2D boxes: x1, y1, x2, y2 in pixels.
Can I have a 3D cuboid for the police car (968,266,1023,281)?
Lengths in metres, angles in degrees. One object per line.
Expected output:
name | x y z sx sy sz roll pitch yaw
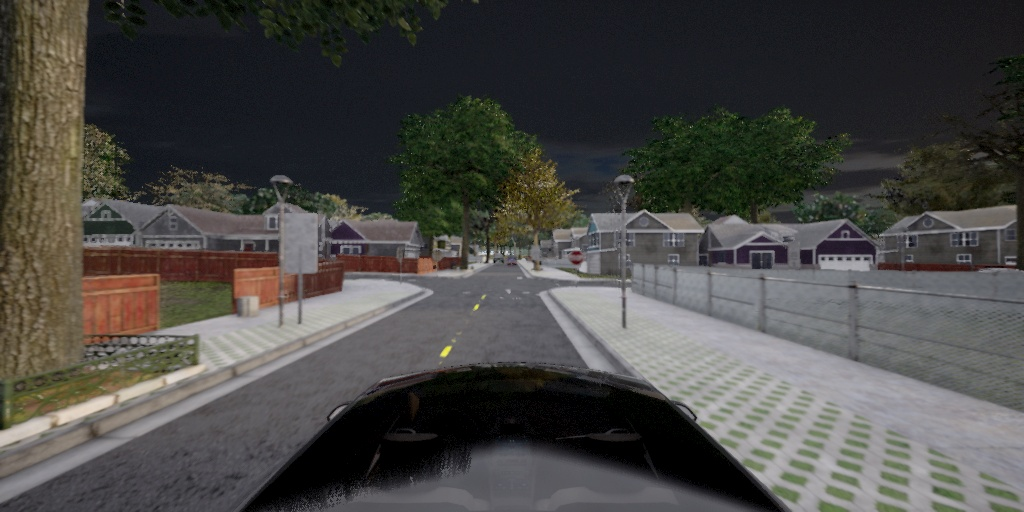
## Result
police car | 36.523 1.604 27.324 5.238 1.638 1.930 0 -1 0
